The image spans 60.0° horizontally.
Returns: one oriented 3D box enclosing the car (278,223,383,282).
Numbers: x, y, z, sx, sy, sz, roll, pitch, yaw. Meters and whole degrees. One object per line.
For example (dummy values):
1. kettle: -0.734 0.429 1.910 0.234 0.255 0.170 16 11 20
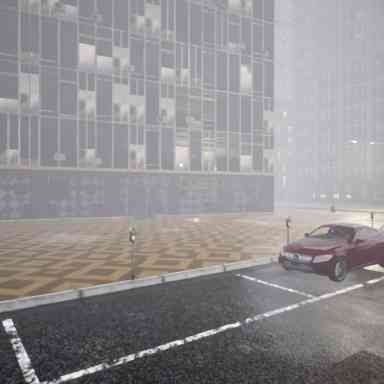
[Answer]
1. car: 4.325 1.579 9.657 4.206 1.307 1.802 0 0 -36
